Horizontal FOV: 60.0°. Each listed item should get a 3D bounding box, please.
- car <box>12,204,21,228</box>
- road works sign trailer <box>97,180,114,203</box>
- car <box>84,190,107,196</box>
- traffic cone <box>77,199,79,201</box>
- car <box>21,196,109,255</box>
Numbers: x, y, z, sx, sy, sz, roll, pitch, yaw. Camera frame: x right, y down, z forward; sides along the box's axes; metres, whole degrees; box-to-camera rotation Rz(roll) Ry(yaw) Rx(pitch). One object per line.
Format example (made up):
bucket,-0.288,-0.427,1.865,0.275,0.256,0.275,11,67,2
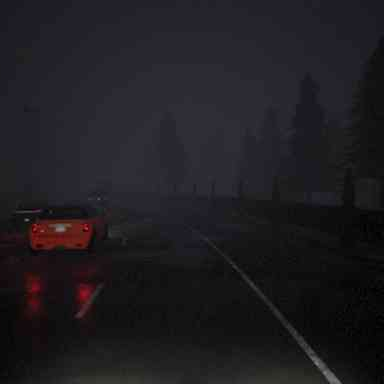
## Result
car,-9.362,1.262,20.227,2.128,1.511,4.902,0,1,-11
road works sign trailer,-13.721,-0.132,51.913,2.380,3.560,2.880,0,1,-32
car,-10.219,0.810,35.643,2.150,2.045,5.566,0,0,-20
traffic cone,-19.711,1.284,58.809,0.340,0.580,0.340,0,1,-32
car,-4.540,1.204,12.855,2.097,1.767,4.553,0,1,-8
